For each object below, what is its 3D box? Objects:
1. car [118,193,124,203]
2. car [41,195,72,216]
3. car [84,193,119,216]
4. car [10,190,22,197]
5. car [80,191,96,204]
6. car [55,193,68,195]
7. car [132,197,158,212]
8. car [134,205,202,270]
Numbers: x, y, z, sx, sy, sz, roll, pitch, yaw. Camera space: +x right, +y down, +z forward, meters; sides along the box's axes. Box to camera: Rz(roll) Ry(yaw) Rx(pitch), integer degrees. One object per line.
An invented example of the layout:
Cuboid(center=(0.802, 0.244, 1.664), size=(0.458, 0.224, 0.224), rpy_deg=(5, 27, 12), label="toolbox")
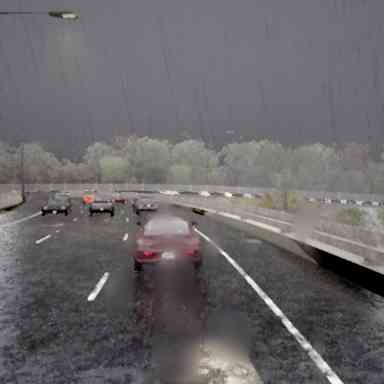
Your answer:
Cuboid(center=(-10.958, 0.841, 46.996), size=(1.994, 1.385, 4.181), rpy_deg=(-1, 1, -25), label="car")
Cuboid(center=(-10.924, 1.193, 27.163), size=(1.895, 1.301, 4.718), rpy_deg=(0, 1, -15), label="car")
Cuboid(center=(-7.393, 1.073, 27.368), size=(2.128, 1.511, 4.902), rpy_deg=(0, 1, -15), label="car")
Cuboid(center=(-40.274, 0.244, 75.938), size=(4.553, 1.767, 2.097), rpy_deg=(1, 1, 42), label="car")
Cuboid(center=(-13.858, 0.669, 44.914), size=(2.097, 1.767, 4.553), rpy_deg=(-1, 1, -25), label="car")
Cuboid(center=(-17.438, 0.828, 44.362), size=(2.128, 1.511, 4.902), rpy_deg=(-1, 1, -25), label="car")
Cuboid(center=(-4.046, 1.103, 28.485), size=(2.033, 1.411, 5.357), rpy_deg=(0, 1, -15), label="car")
Cuboid(center=(-0.782, 1.360, 10.366), size=(1.812, 1.442, 4.674), rpy_deg=(0, 1, -6), label="car")
